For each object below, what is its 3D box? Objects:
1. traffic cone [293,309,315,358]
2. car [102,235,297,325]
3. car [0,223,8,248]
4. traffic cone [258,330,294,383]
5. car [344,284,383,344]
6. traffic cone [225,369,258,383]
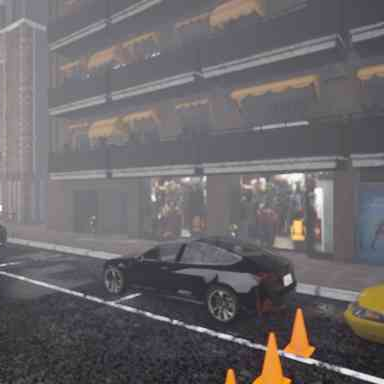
[{"bbox_3d":[1.523,1.958,4.731,0.340,0.580,0.340,0,0,36],"label":"traffic cone"},{"bbox_3d":[-0.019,1.574,7.023,4.313,1.339,1.947,0,0,36],"label":"car"},{"bbox_3d":[-9.206,1.581,13.596,4.403,1.369,2.008,0,0,36],"label":"car"},{"bbox_3d":[0.941,1.958,3.918,0.340,0.580,0.340,0,0,36],"label":"traffic cone"},{"bbox_3d":[4.437,1.523,3.834,4.829,1.417,1.752,0,0,36],"label":"car"},{"bbox_3d":[0.359,1.958,3.105,0.340,0.580,0.340,0,0,36],"label":"traffic cone"}]
